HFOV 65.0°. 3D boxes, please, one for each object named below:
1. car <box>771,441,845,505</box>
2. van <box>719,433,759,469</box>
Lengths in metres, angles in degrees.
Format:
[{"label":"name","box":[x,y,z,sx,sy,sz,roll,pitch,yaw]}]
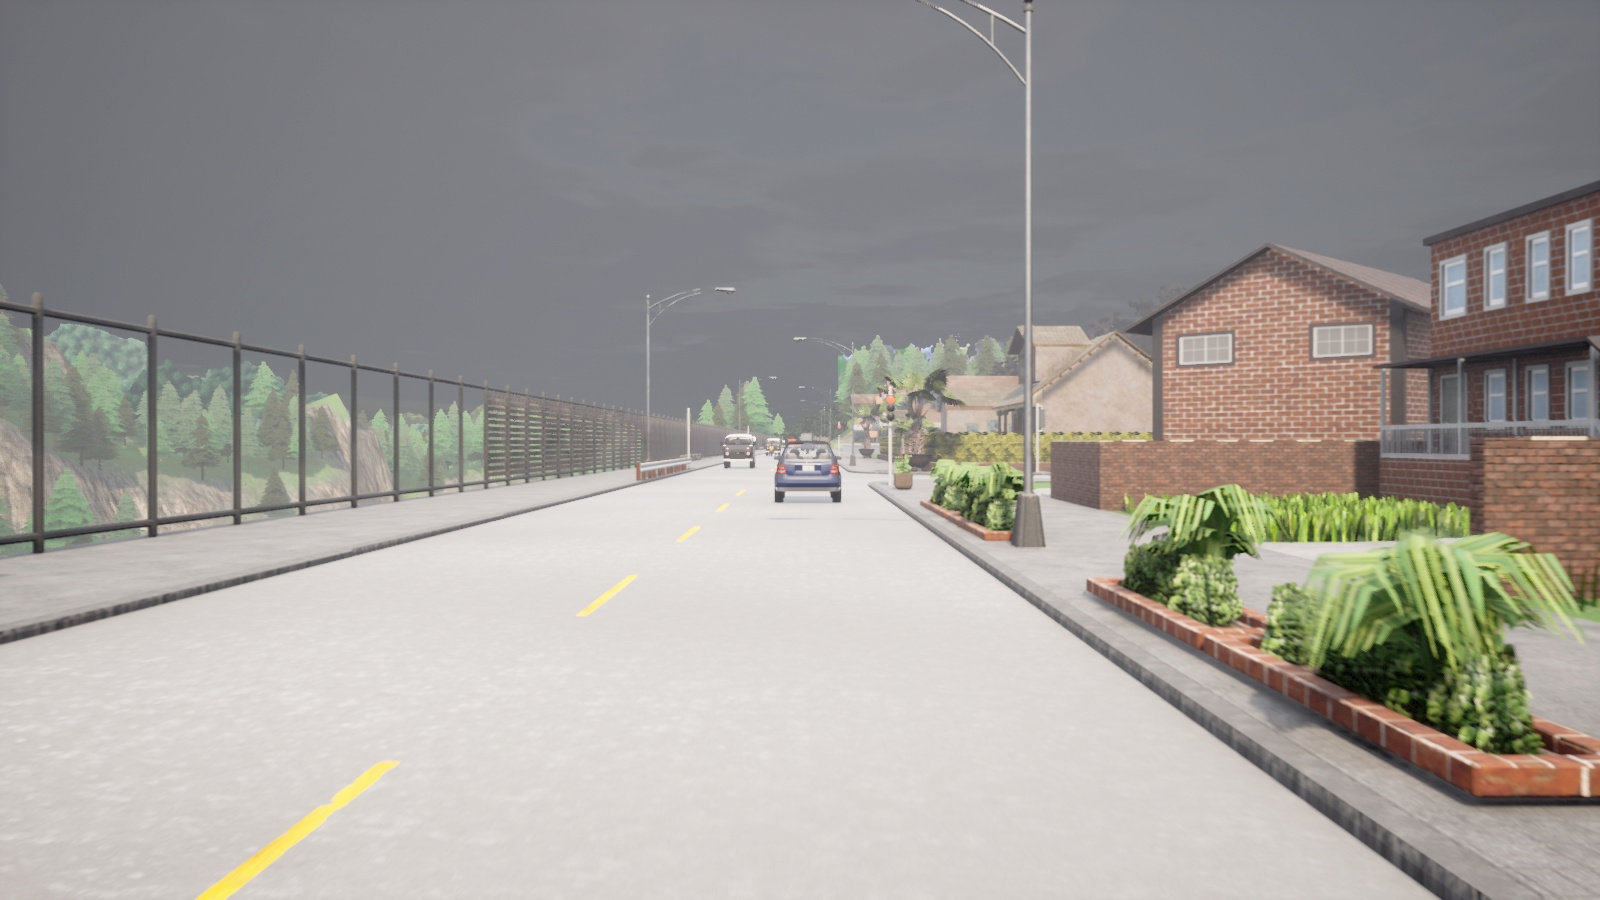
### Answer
[{"label":"car","box":[0.200,0.543,32.352,1.789,1.549,3.705,0,0,0]},{"label":"van","box":[-3.561,0.050,74.065,2.069,2.038,4.480,0,0,0]}]
